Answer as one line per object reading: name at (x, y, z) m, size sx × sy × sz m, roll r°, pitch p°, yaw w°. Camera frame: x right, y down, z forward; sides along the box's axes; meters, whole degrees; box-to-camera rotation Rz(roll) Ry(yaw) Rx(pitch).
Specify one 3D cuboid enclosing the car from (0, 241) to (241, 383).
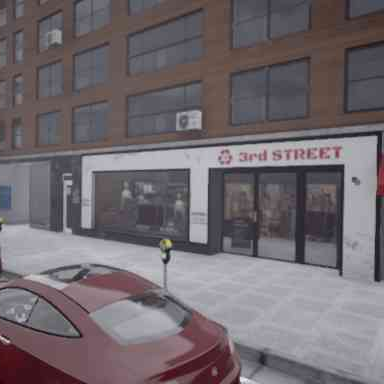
car at (-1.477, 1.518, 3.862) m, size 4.206 × 1.307 × 1.802 m, roll 1°, pitch 1°, yaw 35°
